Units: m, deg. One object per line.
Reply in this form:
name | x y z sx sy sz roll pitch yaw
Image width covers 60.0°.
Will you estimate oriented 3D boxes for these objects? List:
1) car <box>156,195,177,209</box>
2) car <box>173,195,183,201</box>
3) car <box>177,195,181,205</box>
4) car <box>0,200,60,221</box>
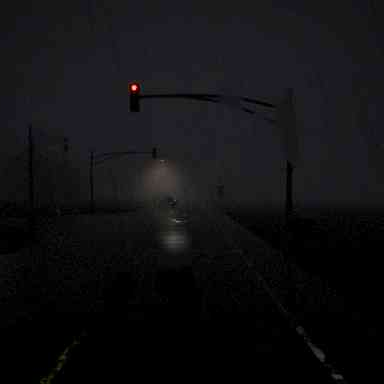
car | -3.449 1.320 43.560 2.097 1.767 4.553 0 0 0
car | -3.250 1.368 77.144 1.994 1.385 4.181 0 0 0
car | -3.412 1.306 53.734 2.097 1.767 4.553 0 0 0
car | -12.620 1.383 25.151 4.902 1.511 2.128 0 1 -10
